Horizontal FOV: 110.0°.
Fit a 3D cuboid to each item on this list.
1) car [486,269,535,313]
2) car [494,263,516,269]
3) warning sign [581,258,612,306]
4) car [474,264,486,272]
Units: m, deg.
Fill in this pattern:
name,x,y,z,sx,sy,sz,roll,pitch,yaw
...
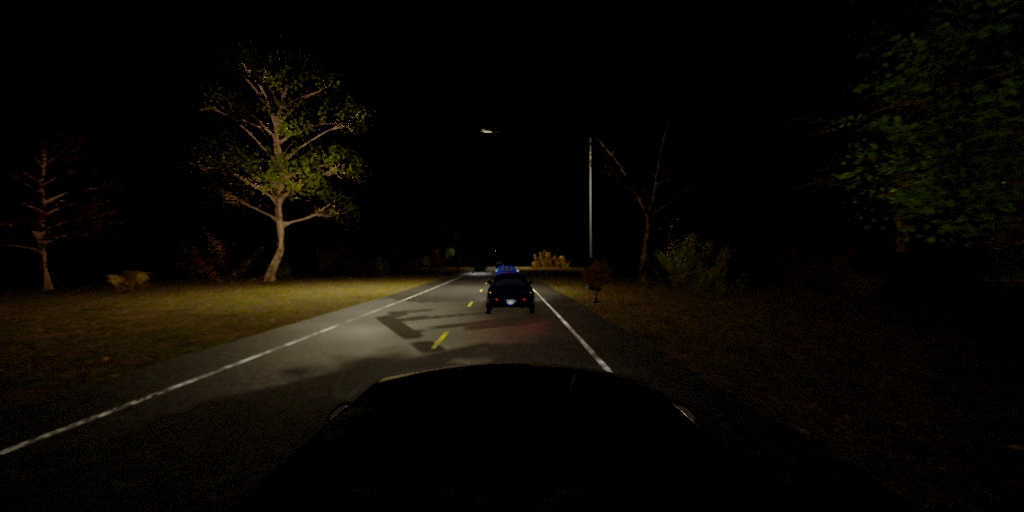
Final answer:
name,x,y,z,sx,sy,sz,roll,pitch,yaw
car,-0.070,1.441,14.827,1.812,1.442,4.674,0,0,0
car,-0.423,1.582,30.404,1.882,1.535,5.008,0,0,-1
warning sign,3.444,1.028,14.700,1.300,1.860,1.060,0,0,-1
car,-5.346,2.039,59.384,1.895,1.301,4.718,0,-1,-3
